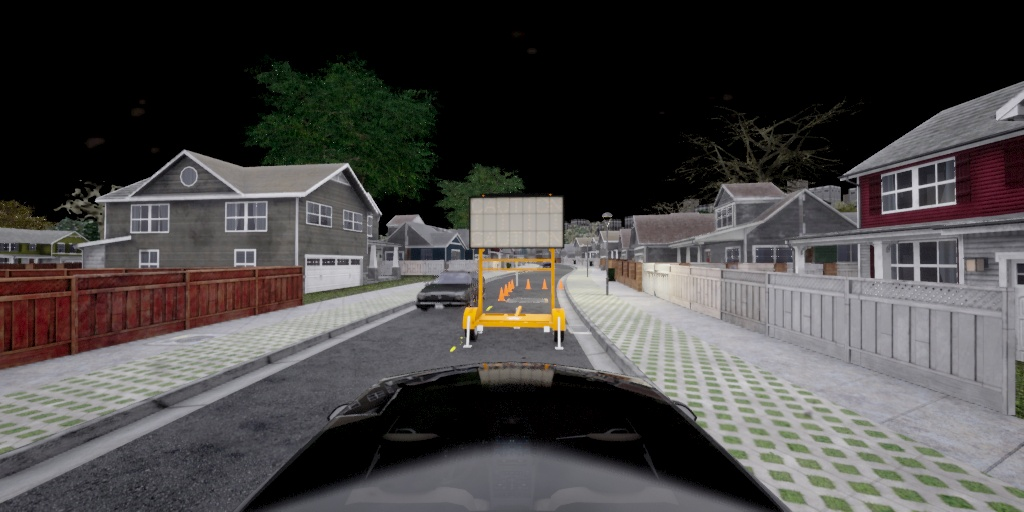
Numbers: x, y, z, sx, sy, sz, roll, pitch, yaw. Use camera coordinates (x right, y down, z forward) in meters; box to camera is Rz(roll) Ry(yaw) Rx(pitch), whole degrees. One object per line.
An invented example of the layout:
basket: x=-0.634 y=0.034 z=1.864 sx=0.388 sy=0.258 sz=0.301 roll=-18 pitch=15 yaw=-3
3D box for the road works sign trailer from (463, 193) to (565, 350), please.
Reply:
road works sign trailer: x=0.130 y=0.219 z=9.167 sx=2.380 sy=3.560 sz=2.880 roll=0 pitch=0 yaw=5

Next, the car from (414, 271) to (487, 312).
car: x=-2.222 y=1.311 z=14.619 sx=2.033 sy=1.411 sz=5.357 roll=0 pitch=0 yaw=5

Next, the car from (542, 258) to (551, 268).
car: x=6.457 y=1.233 z=63.391 sx=2.097 sy=1.767 sz=4.553 roll=0 pitch=0 yaw=8
